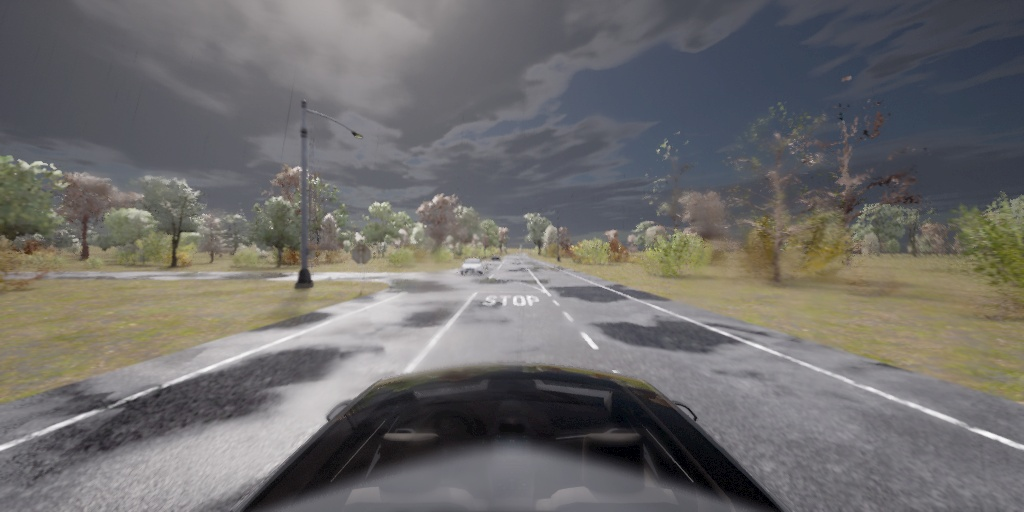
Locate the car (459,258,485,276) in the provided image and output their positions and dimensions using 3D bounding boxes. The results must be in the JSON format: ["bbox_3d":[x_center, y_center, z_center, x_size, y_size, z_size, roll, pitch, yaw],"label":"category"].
[{"bbox_3d":[-3.440,0.936,31.734,1.812,1.442,4.674,0,0,0],"label":"car"}]

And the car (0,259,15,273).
[{"bbox_3d":[-48.808,0.824,32.900,4.902,1.511,2.128,0,0,2],"label":"car"}]
